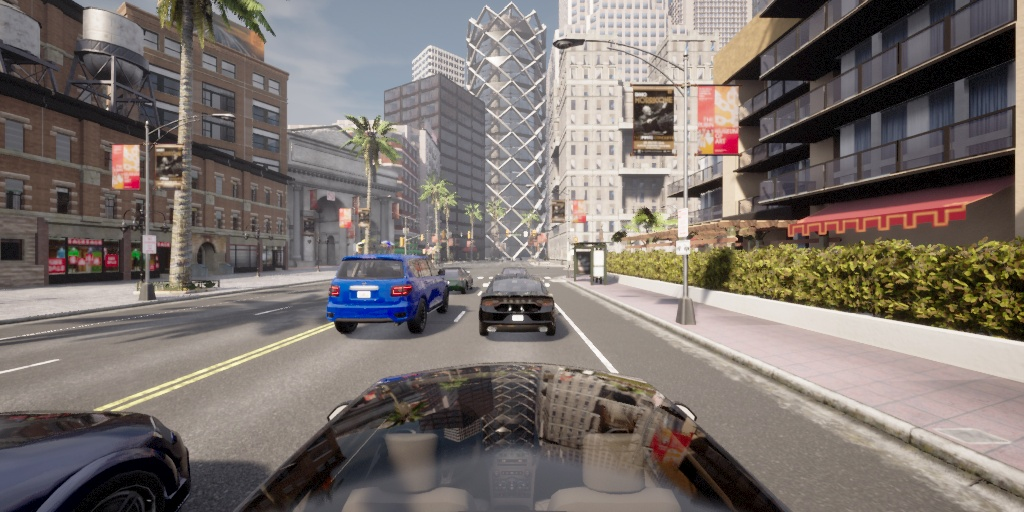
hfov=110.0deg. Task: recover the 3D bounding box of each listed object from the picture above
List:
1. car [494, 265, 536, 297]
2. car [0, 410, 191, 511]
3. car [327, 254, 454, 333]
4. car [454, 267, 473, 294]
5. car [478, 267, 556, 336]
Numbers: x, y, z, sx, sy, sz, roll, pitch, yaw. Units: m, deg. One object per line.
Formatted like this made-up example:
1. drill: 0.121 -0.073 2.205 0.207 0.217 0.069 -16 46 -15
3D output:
1. car: 0.144 1.297 20.061 2.033 1.411 5.357 0 0 0
2. car: -3.341 1.314 0.867 1.994 1.385 4.181 0 0 0
3. car: -3.376 0.971 10.876 2.150 2.045 5.566 0 0 0
4. car: -3.350 1.314 20.235 1.994 1.385 4.181 0 0 0
5. car: 0.131 1.228 10.471 1.882 1.535 5.008 0 0 0
